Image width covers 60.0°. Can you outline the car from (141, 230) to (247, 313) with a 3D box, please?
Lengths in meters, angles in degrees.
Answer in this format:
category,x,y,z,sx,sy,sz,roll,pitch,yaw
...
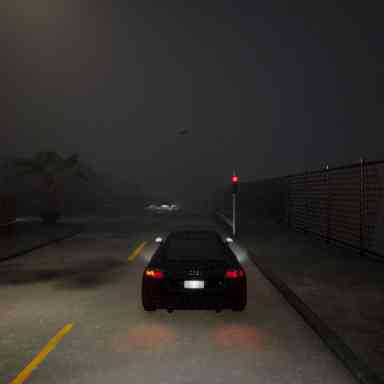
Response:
category,x,y,z,sx,sy,sz,roll,pitch,yaw
car,0.049,1.564,7.746,1.994,1.385,4.181,0,0,0

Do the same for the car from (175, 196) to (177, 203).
category,x,y,z,sx,sy,sz,roll,pitch,yaw
car,-4.179,1.491,61.045,2.128,1.511,4.902,0,0,0

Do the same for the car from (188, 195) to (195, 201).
category,x,y,z,sx,sy,sz,roll,pitch,yaw
car,-0.162,1.524,85.717,1.812,1.442,4.674,0,0,0

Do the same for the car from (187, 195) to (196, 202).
category,x,y,z,sx,sy,sz,roll,pitch,yaw
car,-0.141,1.524,75.476,1.812,1.442,4.674,0,0,0

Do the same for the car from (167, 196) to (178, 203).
category,x,y,z,sx,sy,sz,roll,pitch,yaw
car,-4.134,1.540,71.354,2.033,1.411,5.357,0,0,0

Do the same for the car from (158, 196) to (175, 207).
category,x,y,z,sx,sy,sz,roll,pitch,yaw
car,-4.189,1.478,51.780,1.882,1.535,5.008,0,0,0
